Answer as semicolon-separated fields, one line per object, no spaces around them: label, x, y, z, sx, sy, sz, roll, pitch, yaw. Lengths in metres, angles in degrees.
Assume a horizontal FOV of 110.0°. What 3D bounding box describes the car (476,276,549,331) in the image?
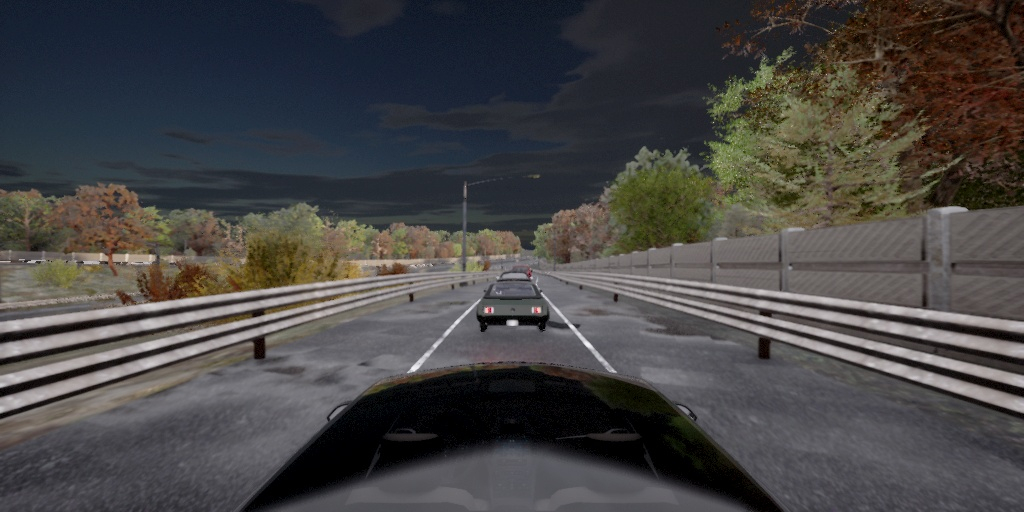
car;0.032;1.453;11.332;1.895;1.301;4.718;0;-1;0

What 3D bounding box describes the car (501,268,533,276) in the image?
car;0.166;1.551;19.542;1.882;1.535;5.008;0;-2;1

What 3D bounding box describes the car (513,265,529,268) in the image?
car;0.957;1.994;36.879;2.150;2.045;5.566;0;-2;3
